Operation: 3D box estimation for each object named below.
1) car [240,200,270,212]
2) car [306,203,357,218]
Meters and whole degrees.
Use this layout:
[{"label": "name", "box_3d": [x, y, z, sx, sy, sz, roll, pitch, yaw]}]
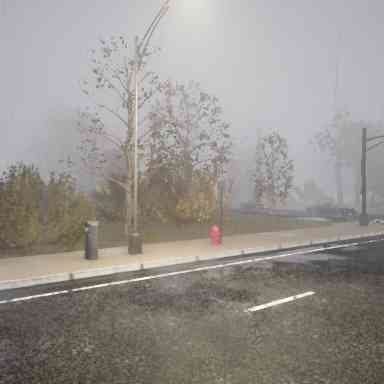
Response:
[{"label": "car", "box_3d": [8.189, 1.777, 43.586, 2.128, 1.511, 4.902, 1, -1, -26]}, {"label": "car", "box_3d": [13.594, 1.759, 32.526, 1.895, 1.301, 4.718, 1, -1, -27]}]
